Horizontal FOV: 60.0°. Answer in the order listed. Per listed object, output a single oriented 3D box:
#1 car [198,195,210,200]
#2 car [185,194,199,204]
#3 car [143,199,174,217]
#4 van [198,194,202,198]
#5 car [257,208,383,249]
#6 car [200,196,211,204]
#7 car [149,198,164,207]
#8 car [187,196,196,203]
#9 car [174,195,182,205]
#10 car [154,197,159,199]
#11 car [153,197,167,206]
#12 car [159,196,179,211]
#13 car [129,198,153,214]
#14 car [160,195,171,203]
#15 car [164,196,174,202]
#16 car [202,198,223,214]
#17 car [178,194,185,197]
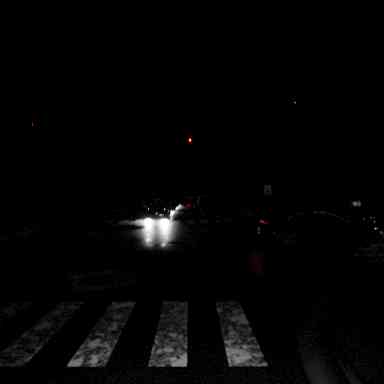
[{"bbox_3d":[2.449,1.618,52.619,1.947,1.339,4.313,0,0,0],"label":"car"},{"bbox_3d":[-0.051,1.566,63.859,2.128,1.511,4.902,0,0,0],"label":"car"},{"bbox_3d":[-3.119,1.623,31.989,1.895,1.301,4.718,0,0,1],"label":"car"},{"bbox_3d":[2.466,1.404,58.130,1.690,1.788,3.998,0,0,0],"label":"van"},{"bbox_3d":[5.189,1.459,13.869,4.902,1.511,2.128,0,0,0],"label":"car"},{"bbox_3d":[2.433,1.625,47.109,1.802,1.307,4.206,0,0,0],"label":"car"},{"bbox_3d":[-5.576,1.634,52.643,1.802,1.307,4.206,0,0,0],"label":"car"},{"bbox_3d":[-0.116,1.653,74.015,1.994,1.385,4.181,0,0,0],"label":"car"},{"bbox_3d":[-3.036,1.615,51.929,1.994,1.385,4.181,0,0,0],"label":"car"},{"bbox_3d":[-5.609,1.475,41.622,1.967,1.590,4.097,0,0,0],"label":"car"},{"bbox_3d":[-5.559,1.614,58.154,2.008,1.369,4.403,0,0,0],"label":"car"},{"bbox_3d":[-3.066,1.599,41.944,1.994,1.385,4.181,0,0,1],"label":"car"},{"bbox_3d":[-5.625,1.468,36.111,1.967,1.590,4.097,0,0,0],"label":"car"},{"bbox_3d":[-5.526,1.528,69.176,1.967,1.590,4.097,0,0,0],"label":"car"},{"bbox_3d":[-5.493,1.666,80.197,2.008,1.369,4.403,0,0,0],"label":"car"},{"bbox_3d":[2.399,1.593,36.086,1.947,1.339,4.313,0,0,0],"label":"car"},{"bbox_3d":[-2.962,1.563,62.009,2.128,1.511,4.902,0,0,1],"label":"car"}]
